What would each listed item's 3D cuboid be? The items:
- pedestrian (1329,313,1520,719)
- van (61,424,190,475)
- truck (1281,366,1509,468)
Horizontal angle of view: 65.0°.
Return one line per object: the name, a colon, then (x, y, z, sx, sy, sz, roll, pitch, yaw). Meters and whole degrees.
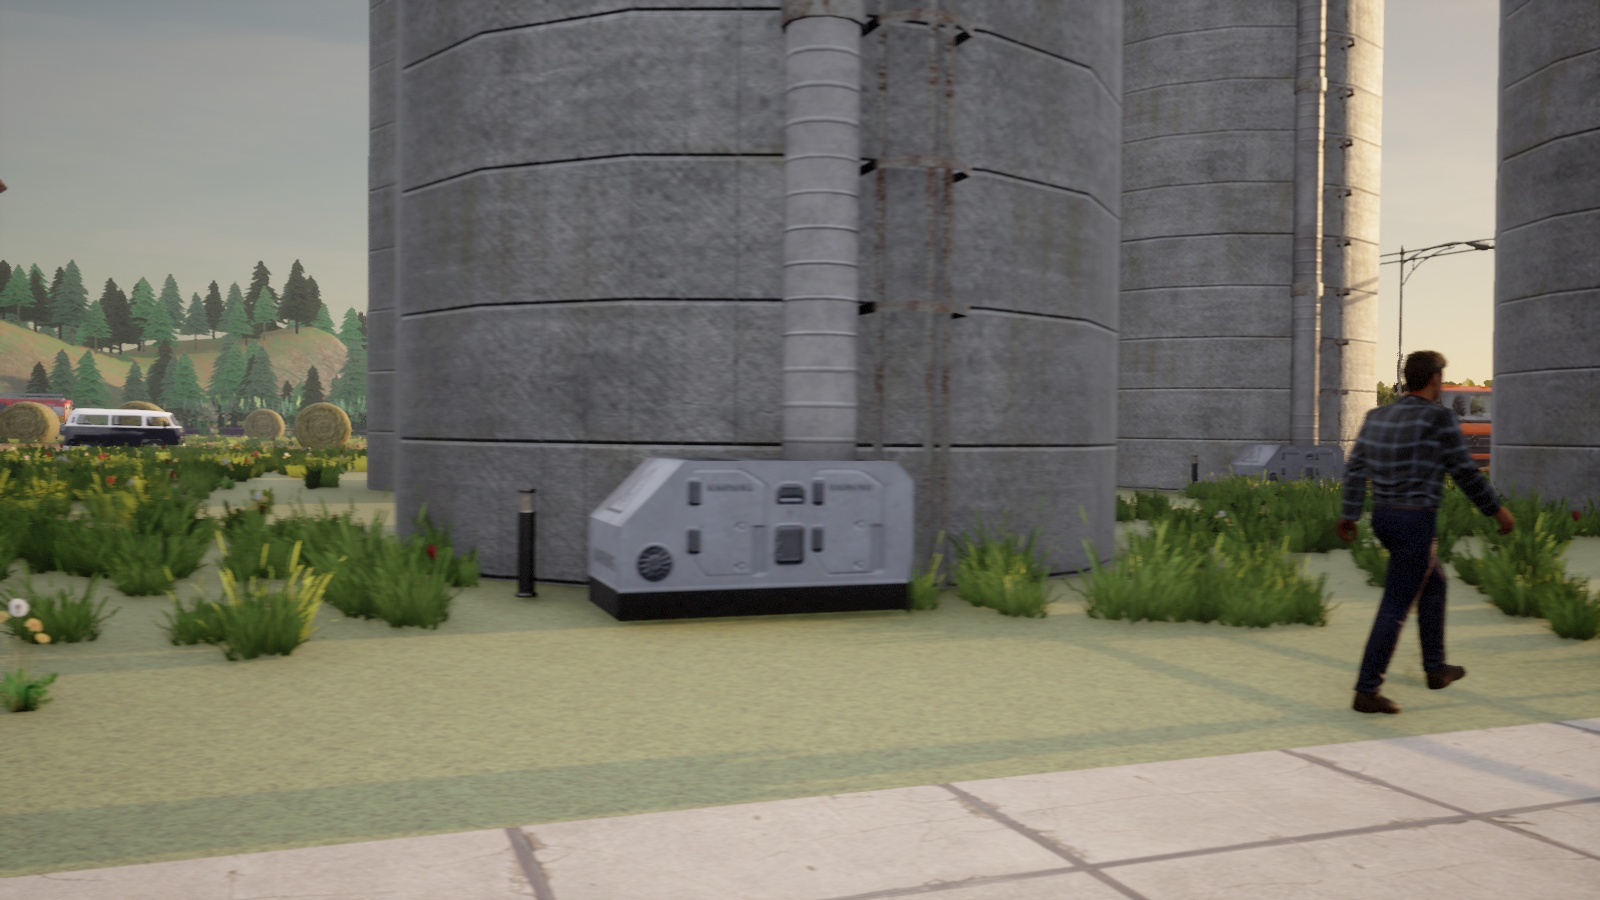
pedestrian: (3.151, 0.313, 6.344, 0.788, 1.949, 0.423, -1, 1, -18)
van: (-28.035, -0.059, 52.396, 4.480, 2.038, 2.069, -1, 1, -21)
truck: (21.902, -1.183, 46.863, 2.891, 3.462, 7.936, -1, 1, -20)
